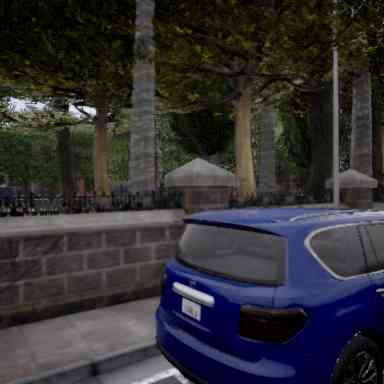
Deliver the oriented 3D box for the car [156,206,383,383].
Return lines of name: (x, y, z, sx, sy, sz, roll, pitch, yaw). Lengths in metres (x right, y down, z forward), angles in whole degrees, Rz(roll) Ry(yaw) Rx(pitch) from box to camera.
car: (2.176, 1.223, 4.783, 5.566, 2.045, 2.150, 0, 0, -35)
